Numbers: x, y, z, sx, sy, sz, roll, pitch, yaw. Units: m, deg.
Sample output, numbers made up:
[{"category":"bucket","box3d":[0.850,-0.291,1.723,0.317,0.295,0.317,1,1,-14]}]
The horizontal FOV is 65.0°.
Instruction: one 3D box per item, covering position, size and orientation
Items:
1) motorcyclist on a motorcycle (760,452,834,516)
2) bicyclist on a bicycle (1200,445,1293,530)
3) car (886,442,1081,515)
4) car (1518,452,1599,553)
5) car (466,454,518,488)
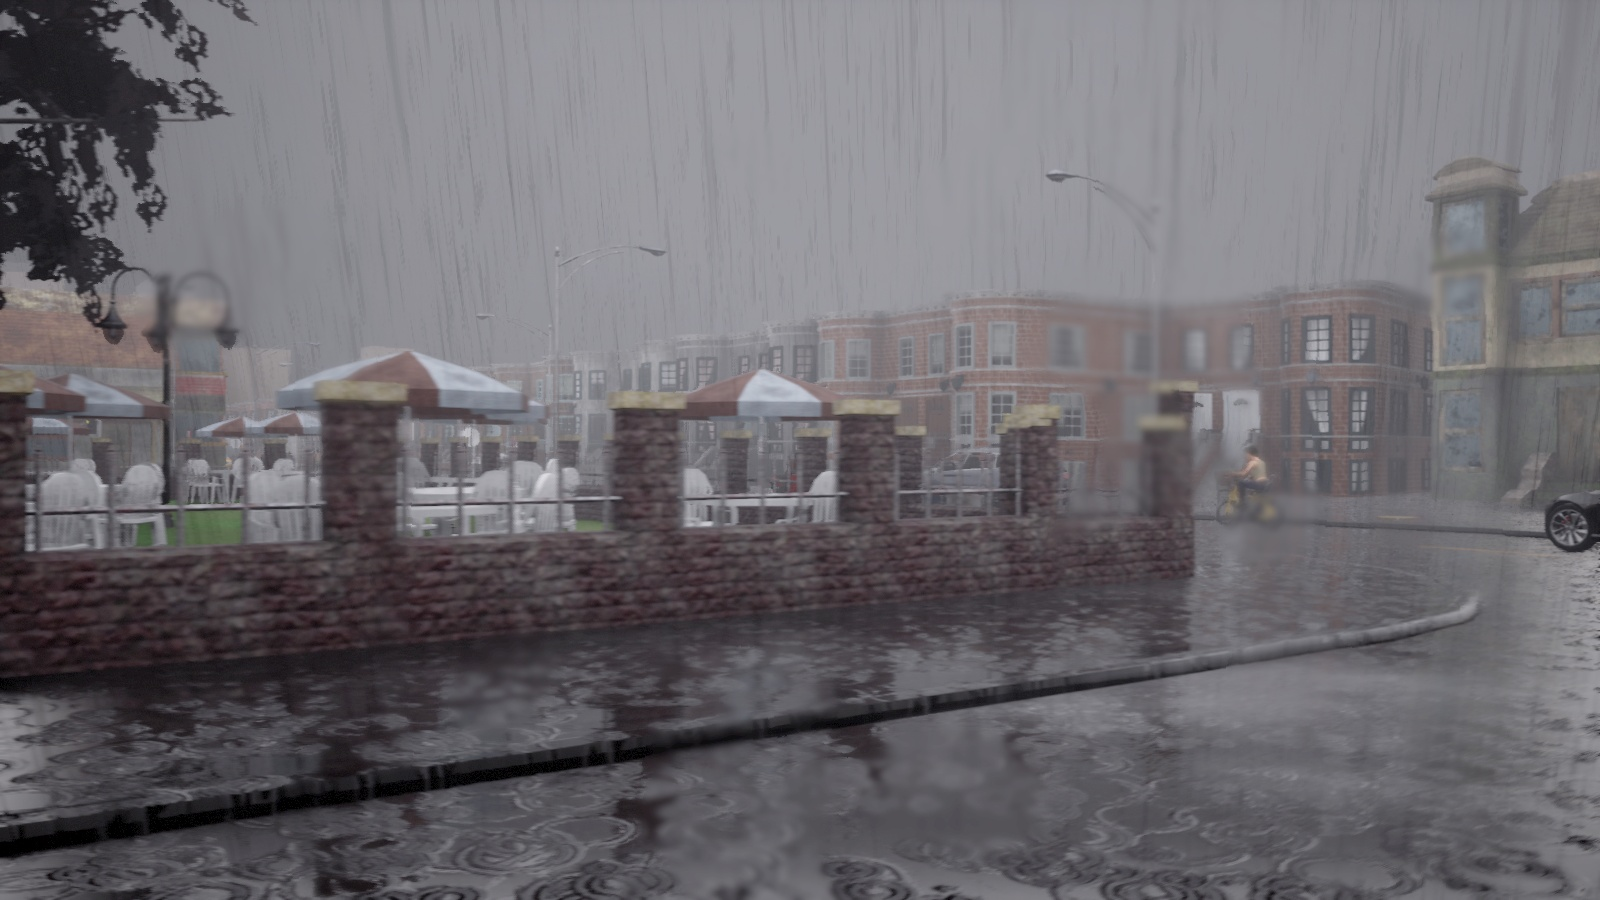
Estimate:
[{"category":"motorcyclist on a motorcycle","box3d":[-0.098,0.803,30.796,0.797,1.523,2.044,0,0,-35]},{"category":"bicyclist on a bicycle","box3d":[8.842,0.724,24.898,0.866,1.612,1.509,0,-1,-35]},{"category":"car","box3d":[4.466,0.656,31.245,2.242,1.667,4.611,0,0,-35]},{"category":"car","box3d":[13.013,0.763,17.897,2.163,1.488,4.792,0,0,-12]},{"category":"car","box3d":[-14.229,0.921,57.819,1.837,1.490,4.892,1,0,-19]}]
